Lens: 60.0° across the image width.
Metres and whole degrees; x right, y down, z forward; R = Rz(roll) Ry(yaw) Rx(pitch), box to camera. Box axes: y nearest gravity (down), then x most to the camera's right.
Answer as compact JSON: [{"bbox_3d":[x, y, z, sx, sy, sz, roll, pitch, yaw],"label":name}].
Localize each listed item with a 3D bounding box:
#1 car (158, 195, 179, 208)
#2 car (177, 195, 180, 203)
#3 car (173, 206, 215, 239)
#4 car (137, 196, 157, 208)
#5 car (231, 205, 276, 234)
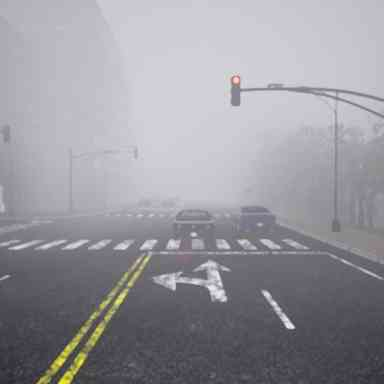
[{"bbox_3d":[-3.292,1.516,46.982,1.895,1.301,4.718,0,0,0],"label":"car"},{"bbox_3d":[-3.220,1.385,63.988,2.128,1.511,4.902,0,0,1],"label":"car"},{"bbox_3d":[0.095,1.569,16.946,1.895,1.301,4.718,0,0,0],"label":"car"},{"bbox_3d":[-6.541,1.479,47.024,1.994,1.385,4.181,0,0,0],"label":"car"},{"bbox_3d":[3.355,1.440,18.804,1.882,1.535,5.008,0,0,0],"label":"car"}]
